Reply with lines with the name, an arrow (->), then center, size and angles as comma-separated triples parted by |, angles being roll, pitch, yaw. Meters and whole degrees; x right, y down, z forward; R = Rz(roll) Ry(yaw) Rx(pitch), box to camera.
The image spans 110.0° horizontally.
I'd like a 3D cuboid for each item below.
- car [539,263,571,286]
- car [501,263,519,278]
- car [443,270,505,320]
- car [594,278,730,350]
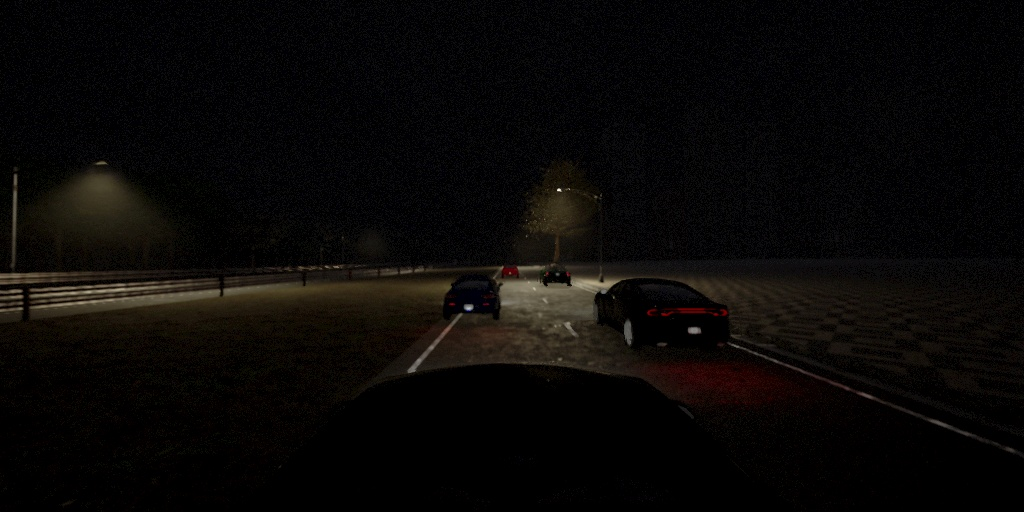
car -> 3.391, 1.433, 28.824 | 2.097, 1.767, 4.553 | 0, -1, 0
car -> -0.220, 1.697, 40.708 | 1.882, 1.535, 5.008 | 0, -1, 0
car -> -1.323, 1.400, 13.141 | 1.812, 1.442, 4.674 | 0, -1, 0
car -> 3.530, 1.324, 9.447 | 1.882, 1.535, 5.008 | 0, -1, 0
